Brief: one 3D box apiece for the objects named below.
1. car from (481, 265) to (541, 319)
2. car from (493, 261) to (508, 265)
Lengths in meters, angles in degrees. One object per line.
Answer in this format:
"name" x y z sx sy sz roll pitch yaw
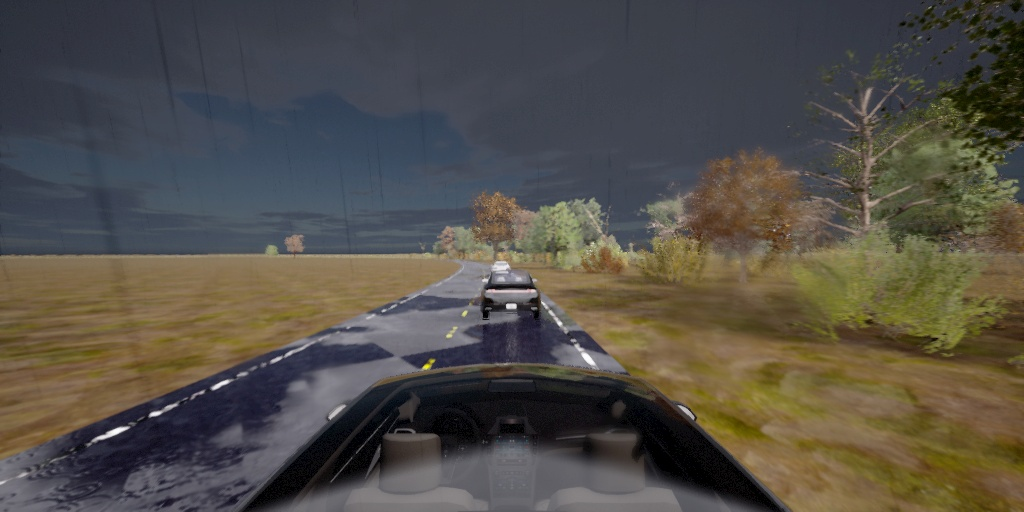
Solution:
"car" -0.072 1.231 12.683 2.128 1.511 4.902 0 0 -1
"car" -1.078 1.246 34.579 1.812 1.442 4.674 0 0 -4
